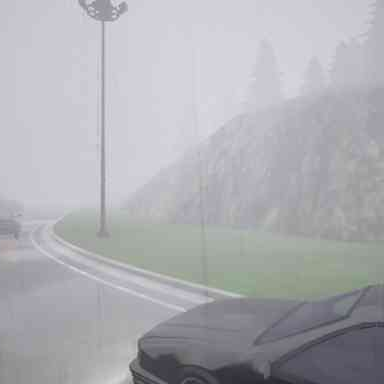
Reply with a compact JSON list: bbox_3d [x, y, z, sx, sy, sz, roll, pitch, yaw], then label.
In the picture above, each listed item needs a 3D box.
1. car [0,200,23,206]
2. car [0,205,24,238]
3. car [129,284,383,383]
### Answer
[{"bbox_3d":[-20.425,1.629,37.457,2.097,1.767,4.553,0,-1,-17],"label":"car"},{"bbox_3d":[-10.297,1.660,17.932,1.812,1.442,4.674,0,0,-25],"label":"car"},{"bbox_3d":[1.923,1.567,2.654,5.357,1.411,2.033,0,0,37],"label":"car"}]
